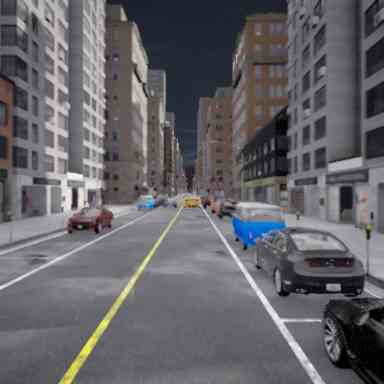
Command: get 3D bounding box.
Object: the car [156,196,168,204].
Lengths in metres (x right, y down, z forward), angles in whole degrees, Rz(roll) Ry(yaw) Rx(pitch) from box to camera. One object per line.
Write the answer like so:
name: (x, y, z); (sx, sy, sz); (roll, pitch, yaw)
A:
car: (-5.845, 1.570, 64.307); (1.887, 1.381, 4.507); (0, 0, 0)

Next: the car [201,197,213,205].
car: (2.679, 1.592, 58.724); (1.947, 1.339, 4.313); (0, 0, 0)

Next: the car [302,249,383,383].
car: (2.670, 1.570, 2.873); (1.947, 1.339, 4.313); (0, 0, 0)

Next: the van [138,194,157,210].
van: (-5.849, 1.366, 41.963); (1.690, 1.788, 3.998); (0, 0, 0)

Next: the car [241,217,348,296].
car: (2.671, 1.561, 8.458); (2.008, 1.369, 4.403); (0, 0, 0)

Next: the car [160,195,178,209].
car: (-3.063, 1.551, 47.244); (1.812, 1.442, 4.674); (0, 0, 0)

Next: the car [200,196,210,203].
car: (2.680, 1.607, 69.894); (1.802, 1.307, 4.206); (0, 0, 0)

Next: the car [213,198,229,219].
car: (3.150, 1.526, 28.941); (1.837, 1.490, 4.892); (0, 0, 0)

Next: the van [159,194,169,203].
van: (-5.844, 1.367, 69.893); (1.690, 1.788, 3.998); (0, 0, 0)

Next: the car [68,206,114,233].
car: (-5.852, 1.563, 19.619); (1.887, 1.381, 4.507); (0, 0, 0)

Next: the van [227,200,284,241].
van: (2.672, 1.356, 14.044); (1.690, 1.788, 3.998); (0, 0, 0)

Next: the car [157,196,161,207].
car: (-5.848, 1.592, 47.549); (1.947, 1.339, 4.313); (0, 0, 0)

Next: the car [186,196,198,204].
car: (0.011, 1.381, 60.725); (2.033, 1.411, 5.357); (0, 0, 0)

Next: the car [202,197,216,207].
car: (2.678, 1.577, 53.139); (2.008, 1.369, 4.403); (0, 0, 0)

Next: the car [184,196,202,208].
car: (0.008, 1.318, 44.335); (1.882, 1.535, 5.008); (0, 0, 0)

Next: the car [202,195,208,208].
car: (2.678, 1.341, 47.554); (2.192, 1.841, 5.009); (0, 0, 0)

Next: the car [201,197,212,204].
car: (2.680, 1.591, 64.309); (1.947, 1.339, 4.313); (0, 0, 0)

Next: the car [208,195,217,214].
car: (3.119, 1.377, 35.911); (2.097, 1.767, 4.553); (0, 0, 0)
